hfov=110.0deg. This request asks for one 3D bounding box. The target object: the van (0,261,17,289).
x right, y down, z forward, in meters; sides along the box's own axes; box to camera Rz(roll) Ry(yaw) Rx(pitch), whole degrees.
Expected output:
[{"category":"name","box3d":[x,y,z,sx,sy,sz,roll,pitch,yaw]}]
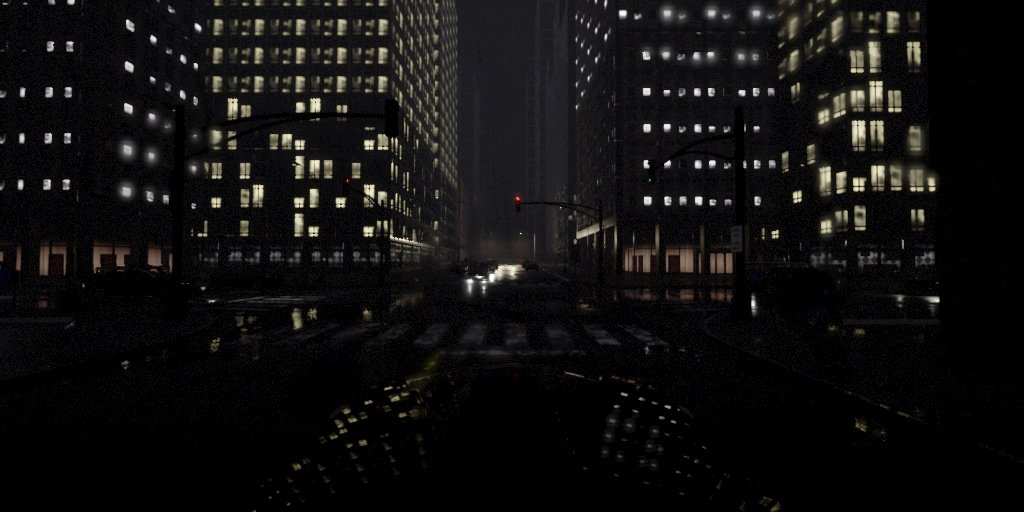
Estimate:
[{"category":"van","box3d":[-33.442,1.157,22.176,3.998,1.789,1.690,0,0,0]}]

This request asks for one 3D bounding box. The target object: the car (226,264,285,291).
[{"category":"car","box3d":[-16.496,1.280,22.142,4.097,1.591,1.967,0,0,0]}]

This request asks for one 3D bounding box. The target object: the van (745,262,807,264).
[{"category":"van","box3d":[15.977,1.235,22.074,3.998,1.789,1.690,0,0,0]}]

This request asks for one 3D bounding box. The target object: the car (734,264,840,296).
[{"category":"car","box3d":[14.870,1.343,19.503,4.892,1.490,1.837,0,-1,0]}]

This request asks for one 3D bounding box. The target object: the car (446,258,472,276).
[{"category":"car","box3d":[-5.697,1.247,37.580,1.967,1.591,4.097,0,0,0]}]

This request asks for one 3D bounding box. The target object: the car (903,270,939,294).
[{"category":"car","box3d":[24.350,1.335,19.480,5.008,1.535,1.882,0,-1,0]}]

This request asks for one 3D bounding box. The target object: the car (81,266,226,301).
[{"category":"car","box3d":[-16.480,1.212,16.345,4.902,1.511,2.128,0,-1,1]}]

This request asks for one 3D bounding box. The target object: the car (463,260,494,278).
[{"category":"car","box3d":[-3.108,1.350,34.502,2.033,1.411,5.357,0,0,0]}]

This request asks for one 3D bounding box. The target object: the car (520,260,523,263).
[{"category":"car","box3d":[2.680,1.369,60.120,1.751,1.417,4.829,0,0,0]}]

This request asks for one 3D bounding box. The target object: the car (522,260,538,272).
[{"category":"car","box3d":[2.681,1.407,48.794,1.802,1.307,4.207,0,0,0]}]

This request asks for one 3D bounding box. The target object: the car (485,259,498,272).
[{"category":"car","box3d":[-3.108,1.419,44.412,1.895,1.301,4.718,0,0,0]}]

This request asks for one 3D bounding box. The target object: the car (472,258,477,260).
[{"category":"car","box3d":[-5.699,1.140,48.731,2.192,1.841,5.009,0,0,0]}]
